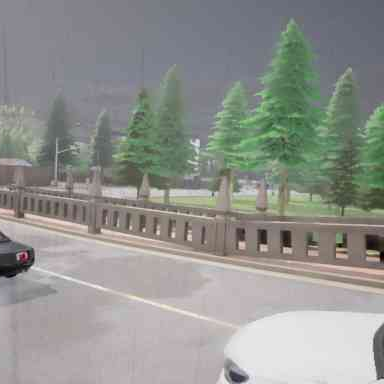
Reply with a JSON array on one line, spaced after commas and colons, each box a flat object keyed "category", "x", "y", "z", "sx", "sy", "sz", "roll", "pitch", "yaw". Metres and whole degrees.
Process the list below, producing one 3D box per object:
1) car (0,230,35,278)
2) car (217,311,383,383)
[{"category": "car", "x": -6.011, "y": 1.382, "z": 8.245, "sx": 4.718, "sy": 1.301, "sz": 1.895, "roll": 3, "pitch": 2, "yaw": 35}, {"category": "car", "x": 2.401, "y": 1.526, "z": 2.280, "sx": 4.674, "sy": 1.442, "sz": 1.812, "roll": 0, "pitch": 0, "yaw": 35}]
